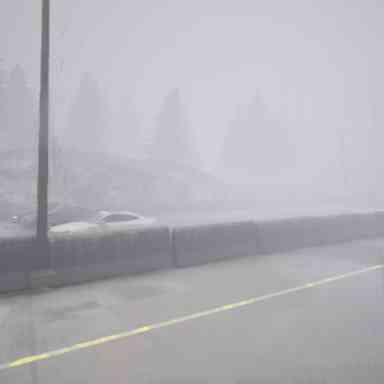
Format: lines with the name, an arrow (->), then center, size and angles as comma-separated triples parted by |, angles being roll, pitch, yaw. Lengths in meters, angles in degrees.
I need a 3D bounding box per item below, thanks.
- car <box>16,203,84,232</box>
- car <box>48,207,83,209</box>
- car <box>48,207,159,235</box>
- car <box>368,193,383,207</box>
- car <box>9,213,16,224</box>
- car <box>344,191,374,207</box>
car -> -7.696, 1.534, 19.998 | 4.674, 1.442, 1.812 | 0, 0, -36
car -> -5.081, 1.609, 17.565 | 4.718, 1.301, 1.895 | 0, 0, -36
car -> -3.624, 1.534, 14.306 | 4.674, 1.442, 1.812 | 0, 0, -35
car -> 25.684, 1.210, 43.789 | 5.008, 1.535, 1.882 | -1, 1, -35
car -> -9.752, 1.512, 22.832 | 4.892, 1.490, 1.837 | 0, 0, -36
car -> 23.621, 0.954, 46.614 | 5.566, 2.045, 2.150 | -1, 1, -35
